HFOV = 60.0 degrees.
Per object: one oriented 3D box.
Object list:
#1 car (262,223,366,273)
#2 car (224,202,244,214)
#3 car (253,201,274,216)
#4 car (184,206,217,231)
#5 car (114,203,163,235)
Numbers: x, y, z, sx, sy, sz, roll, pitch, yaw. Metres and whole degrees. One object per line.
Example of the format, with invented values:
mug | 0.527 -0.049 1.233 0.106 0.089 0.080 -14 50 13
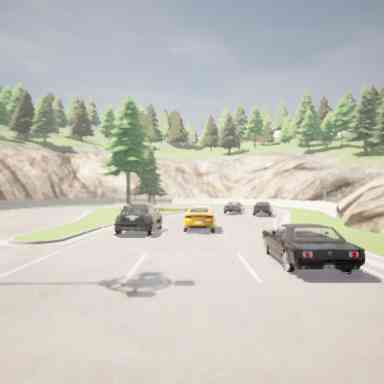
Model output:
car | 3.616 1.682 10.915 1.895 1.301 4.718 0 0 0
car | 5.026 1.838 39.574 2.033 1.411 5.357 0 0 16
car | 7.784 1.772 36.468 1.837 1.490 4.892 0 0 16
car | 0.598 1.638 21.772 1.882 1.535 5.008 0 0 5
car | -3.072 1.499 19.988 2.097 1.767 4.553 0 0 3
